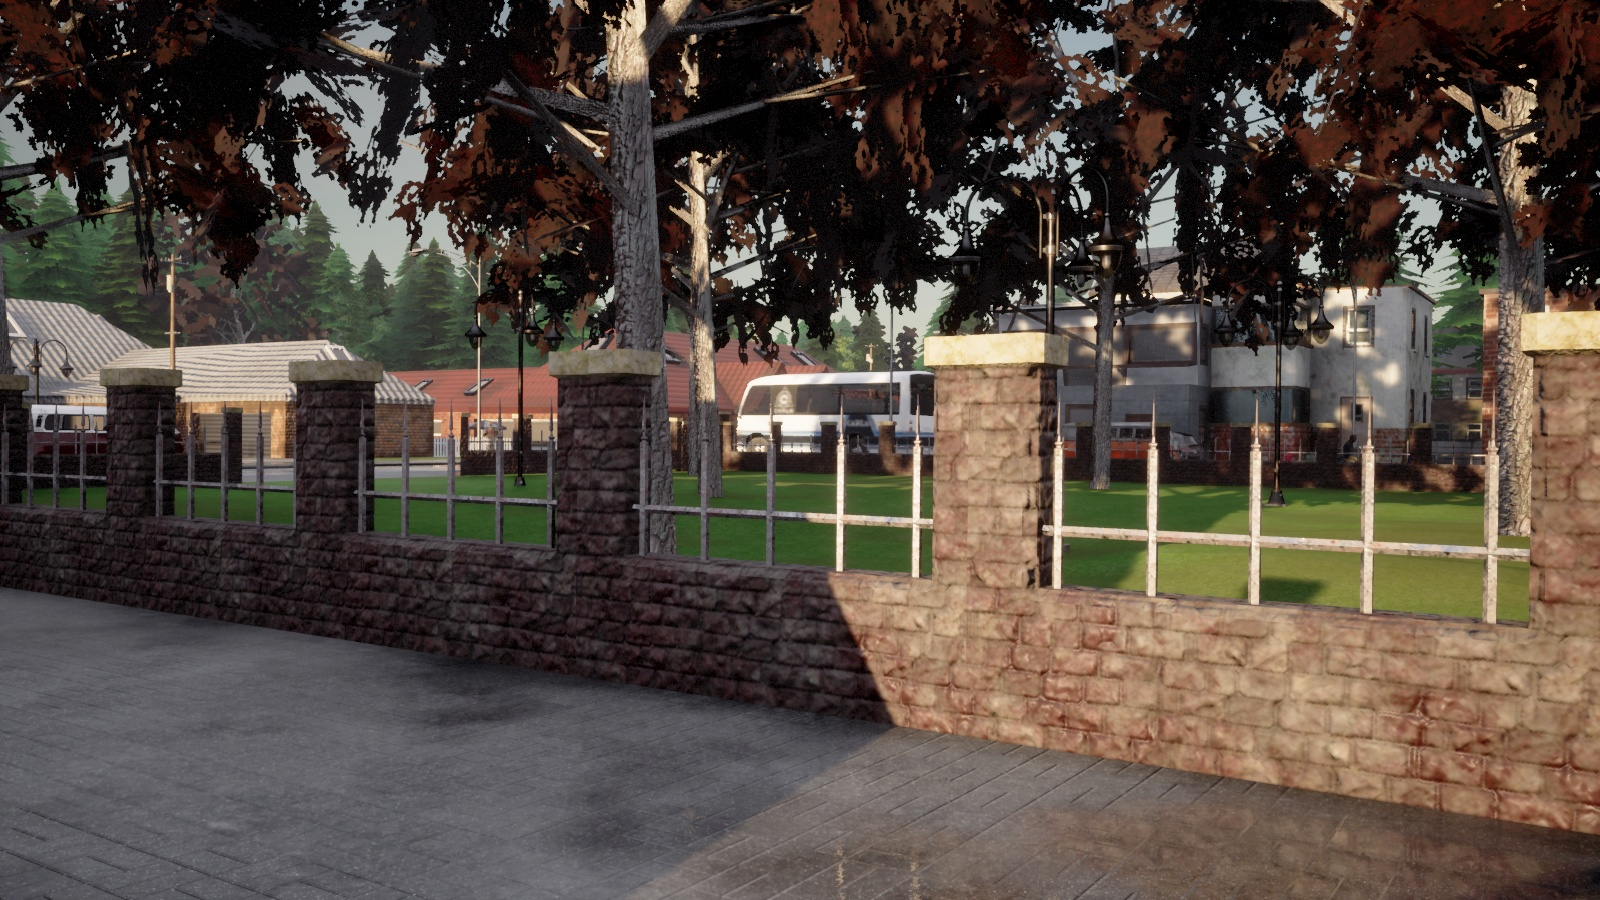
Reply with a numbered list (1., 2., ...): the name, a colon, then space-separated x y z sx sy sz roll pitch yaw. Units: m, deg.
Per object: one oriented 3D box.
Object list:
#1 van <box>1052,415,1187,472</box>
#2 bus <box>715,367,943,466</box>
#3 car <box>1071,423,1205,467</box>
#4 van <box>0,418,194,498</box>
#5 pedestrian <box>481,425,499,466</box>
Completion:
1. van: 11.687 -0.249 45.979 4.442 1.987 1.775 0 1 32
2. bus: 1.199 -1.457 58.636 10.273 4.253 3.944 0 0 37
3. car: 13.365 -0.224 49.718 4.611 1.667 2.242 0 1 34
4. van: -19.401 0.159 34.519 2.069 2.038 4.480 0 1 33
5. pedestrian: -14.097 -0.211 57.080 0.376 1.854 0.720 0 1 33
